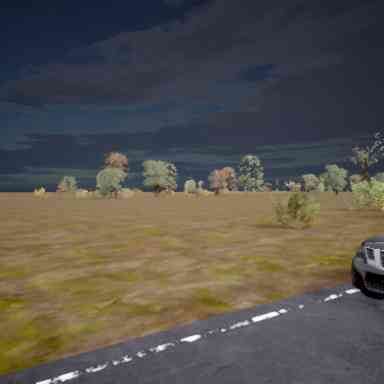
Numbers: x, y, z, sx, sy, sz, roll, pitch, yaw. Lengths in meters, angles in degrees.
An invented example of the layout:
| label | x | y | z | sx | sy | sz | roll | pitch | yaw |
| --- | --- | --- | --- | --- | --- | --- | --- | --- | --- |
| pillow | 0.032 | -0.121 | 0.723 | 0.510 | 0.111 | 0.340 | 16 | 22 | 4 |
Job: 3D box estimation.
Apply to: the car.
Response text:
| label | x | y | z | sx | sy | sz | roll | pitch | yaw |
| --- | --- | --- | --- | --- | --- | --- | --- | --- | --- |
| car | 5.844 | 1.211 | 7.187 | 5.566 | 2.045 | 2.150 | 0 | 0 | -33 |
